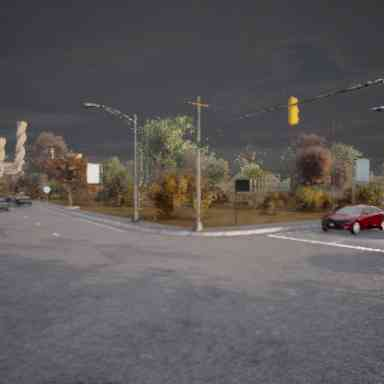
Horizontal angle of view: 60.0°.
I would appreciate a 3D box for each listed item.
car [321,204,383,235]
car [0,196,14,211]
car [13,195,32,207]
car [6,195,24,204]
[{"bbox_3d":[9.560,1.502,19.390,5.008,1.535,1.882,0,0,-36],"label":"car"},{"bbox_3d":[-22.346,1.422,38.575,2.128,1.511,4.902,0,0,-32],"label":"car"},{"bbox_3d":[-24.531,1.314,48.497,1.837,1.490,4.892,0,1,-33],"label":"car"},{"bbox_3d":[-30.158,1.224,56.617,1.895,1.301,4.718,0,1,-37],"label":"car"}]
